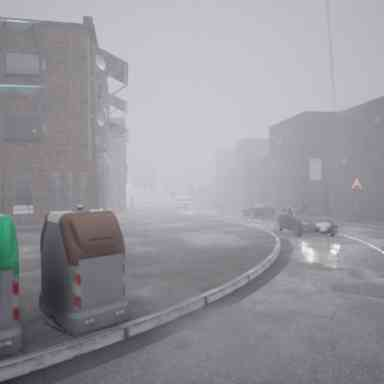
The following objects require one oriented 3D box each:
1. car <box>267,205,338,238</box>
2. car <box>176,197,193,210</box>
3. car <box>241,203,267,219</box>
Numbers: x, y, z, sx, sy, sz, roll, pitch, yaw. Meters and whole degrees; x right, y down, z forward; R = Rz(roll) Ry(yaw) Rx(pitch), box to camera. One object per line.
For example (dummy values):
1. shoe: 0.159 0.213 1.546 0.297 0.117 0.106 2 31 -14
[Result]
1. car: 5.698 1.414 17.057 2.128 1.511 4.902 -1 -1 -2
2. car: -1.396 1.927 56.740 2.150 2.045 5.566 -1 1 -11
3. car: 6.471 1.828 33.256 1.882 1.535 5.008 -1 -1 -11
